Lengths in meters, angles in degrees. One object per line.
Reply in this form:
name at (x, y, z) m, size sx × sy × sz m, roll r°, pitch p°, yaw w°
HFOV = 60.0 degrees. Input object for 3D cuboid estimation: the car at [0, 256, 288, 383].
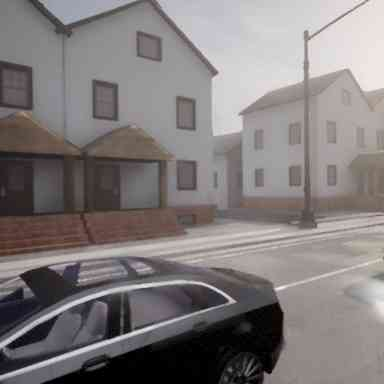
car at (-1.175, 1.487, 3.151) m, size 4.902 × 1.511 × 2.128 m, roll -1°, pitch 0°, yaw -36°
